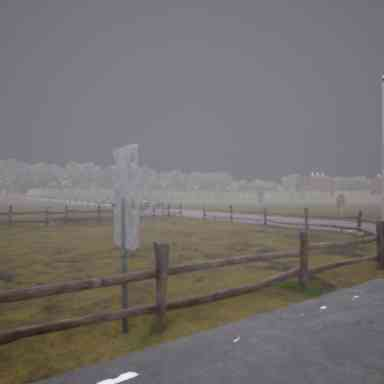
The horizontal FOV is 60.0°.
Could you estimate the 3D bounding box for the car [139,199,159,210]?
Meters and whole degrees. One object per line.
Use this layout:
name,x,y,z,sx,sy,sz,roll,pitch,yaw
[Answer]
car,-6.904,1.852,46.975,1.812,1.442,4.674,-1,1,-35

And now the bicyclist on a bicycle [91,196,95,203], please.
bicyclist on a bicycle,-22.365,1.683,74.927,0.866,1.612,1.509,-1,1,-35

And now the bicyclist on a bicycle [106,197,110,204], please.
bicyclist on a bicycle,-17.151,1.625,67.588,0.659,1.776,1.843,-1,1,-35
